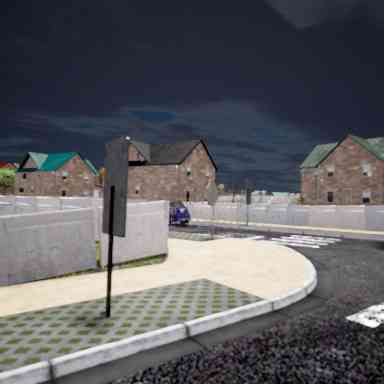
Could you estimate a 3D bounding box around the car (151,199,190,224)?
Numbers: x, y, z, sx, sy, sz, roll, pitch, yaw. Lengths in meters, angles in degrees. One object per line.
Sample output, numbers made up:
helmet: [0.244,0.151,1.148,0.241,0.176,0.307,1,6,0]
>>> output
car: [-2.417,1.266,23.065,4.553,1.767,2.097,1,-1,34]

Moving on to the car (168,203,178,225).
car: [-3.435,1.399,19.553,4.718,1.301,1.895,1,-2,36]

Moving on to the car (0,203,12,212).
car: [-18.453,0.976,30.515,4.553,1.767,2.097,1,-2,36]
